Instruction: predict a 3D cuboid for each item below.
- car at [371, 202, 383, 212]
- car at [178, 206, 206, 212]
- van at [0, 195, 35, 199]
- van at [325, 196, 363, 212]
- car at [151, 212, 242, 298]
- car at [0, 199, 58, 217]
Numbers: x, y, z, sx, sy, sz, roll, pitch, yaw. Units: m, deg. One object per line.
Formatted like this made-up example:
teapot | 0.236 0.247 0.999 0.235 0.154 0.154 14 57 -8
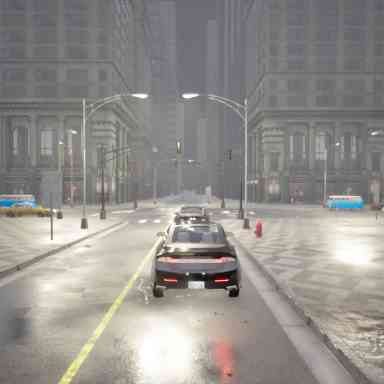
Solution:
car | 23.222 1.576 38.688 4.507 1.381 1.887 0 1 0
car | 0.050 1.509 17.996 1.837 1.490 4.892 0 0 3
van | -20.286 1.228 38.443 3.998 1.788 1.690 0 1 0
van | 17.697 1.352 38.657 3.998 1.788 1.690 0 1 0
car | 0.086 1.491 8.520 2.128 1.511 4.902 0 0 0
car | -14.675 1.569 29.945 4.829 1.417 1.752 0 1 0
